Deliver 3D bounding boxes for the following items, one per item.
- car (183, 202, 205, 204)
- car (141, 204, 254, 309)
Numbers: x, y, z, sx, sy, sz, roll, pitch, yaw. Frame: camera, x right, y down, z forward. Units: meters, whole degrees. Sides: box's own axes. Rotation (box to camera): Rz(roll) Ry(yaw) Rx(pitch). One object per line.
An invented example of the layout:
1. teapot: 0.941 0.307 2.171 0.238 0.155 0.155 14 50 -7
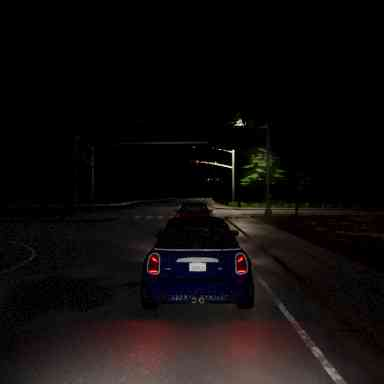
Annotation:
1. car: 0.102 1.338 18.141 2.097 1.767 4.553 0 0 0
2. car: 0.100 1.347 8.020 2.097 1.767 4.553 0 0 0
